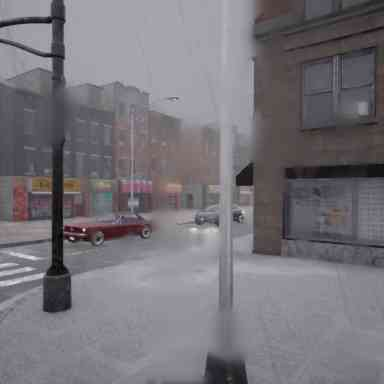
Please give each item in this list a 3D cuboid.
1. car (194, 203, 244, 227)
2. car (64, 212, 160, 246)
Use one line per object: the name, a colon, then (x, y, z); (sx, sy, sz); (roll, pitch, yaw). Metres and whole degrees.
car: (2.047, 1.566, 23.830); (1.837, 1.490, 4.892); (0, 1, 35)
car: (-3.739, 1.633, 15.695); (1.895, 1.301, 4.718); (0, 0, 35)
